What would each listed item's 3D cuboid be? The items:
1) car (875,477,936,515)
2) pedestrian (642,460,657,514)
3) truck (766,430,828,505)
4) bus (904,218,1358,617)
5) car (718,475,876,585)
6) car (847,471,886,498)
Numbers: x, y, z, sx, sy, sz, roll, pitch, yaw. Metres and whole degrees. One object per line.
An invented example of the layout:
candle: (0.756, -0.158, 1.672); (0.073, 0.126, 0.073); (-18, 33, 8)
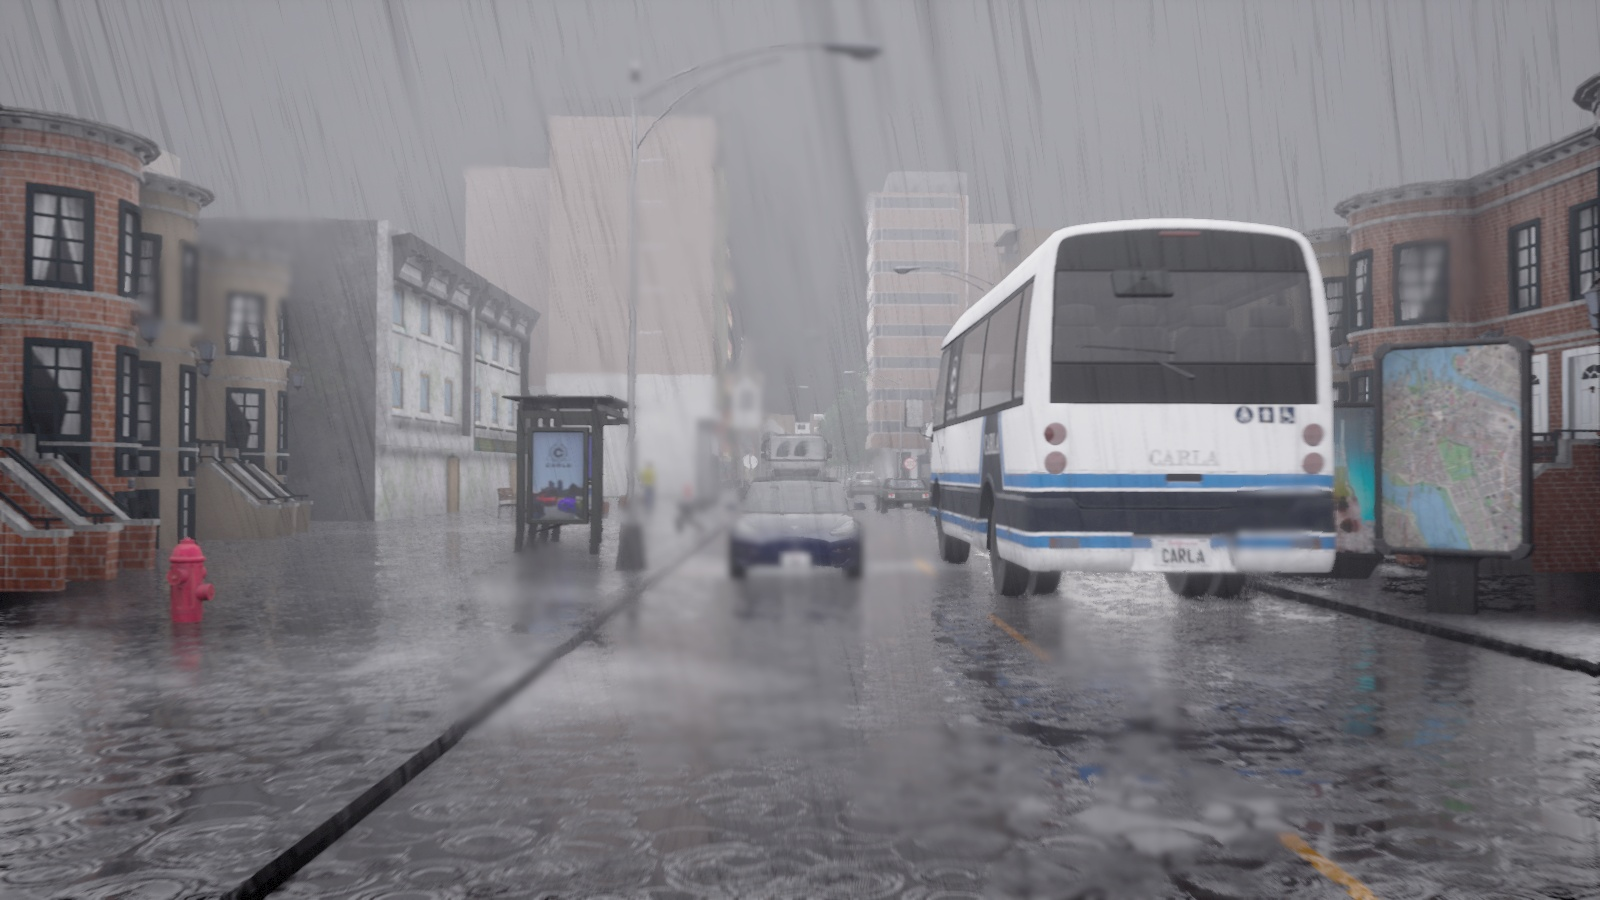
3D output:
car: (3.890, 1.687, 47.044); (1.895, 1.301, 4.718); (0, -1, 0)
pedestrian: (-5.156, 1.267, 43.115); (0.354, 1.836, 0.706); (0, -1, 6)
truck: (-0.176, 0.884, 62.740); (2.891, 3.462, 7.936); (0, -1, 0)
bus: (3.953, -0.267, 18.539); (3.944, 4.253, 10.273); (0, -1, 0)
car: (-0.046, 1.143, 19.635); (2.163, 1.488, 4.792); (0, -1, 0)
car: (3.790, 1.971, 72.044); (1.970, 1.475, 3.806); (0, -1, 0)
